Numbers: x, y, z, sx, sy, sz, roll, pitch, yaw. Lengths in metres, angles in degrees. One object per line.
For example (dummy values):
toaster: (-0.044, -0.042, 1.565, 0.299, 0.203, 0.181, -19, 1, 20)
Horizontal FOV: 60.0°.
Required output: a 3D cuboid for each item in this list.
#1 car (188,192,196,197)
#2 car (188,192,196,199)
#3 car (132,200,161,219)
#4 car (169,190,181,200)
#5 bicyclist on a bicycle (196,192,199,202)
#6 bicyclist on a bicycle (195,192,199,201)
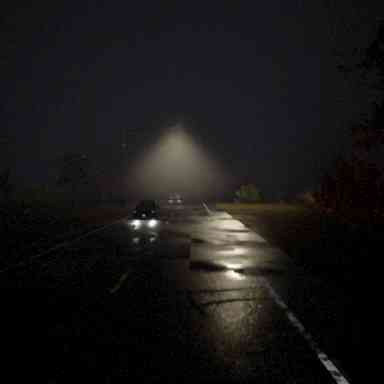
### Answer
car: (0.096, 0.638, 86.558, 1.994, 1.385, 4.181, 0, 1, 0)
car: (0.084, 0.924, 75.945, 1.994, 1.385, 4.181, 0, 1, 0)
car: (-3.570, 1.345, 27.271, 2.033, 1.411, 5.357, 0, 0, 0)
car: (-3.423, 0.657, 68.702, 2.150, 2.045, 5.566, 0, 1, 0)
bicyclist on a bicycle: (1.028, 0.986, 58.848, 0.582, 1.620, 1.656, 0, 0, 0)
bicyclist on a bicycle: (1.037, 0.832, 66.597, 0.659, 1.776, 1.843, 0, 1, 0)
